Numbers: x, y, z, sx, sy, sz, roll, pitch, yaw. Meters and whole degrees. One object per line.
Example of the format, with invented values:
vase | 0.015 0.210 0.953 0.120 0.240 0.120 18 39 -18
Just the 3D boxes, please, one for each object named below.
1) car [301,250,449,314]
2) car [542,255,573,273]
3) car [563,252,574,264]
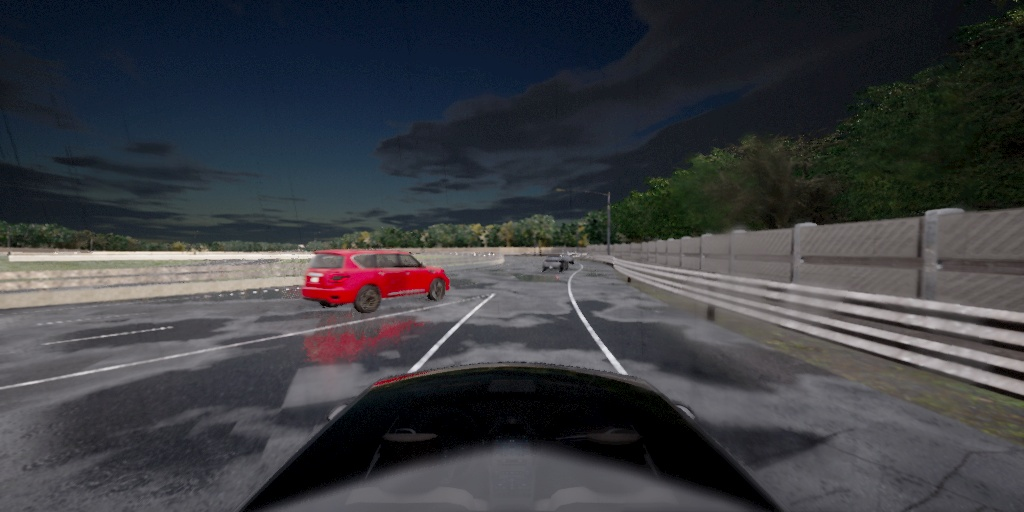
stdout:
car | -4.719 0.793 13.278 2.150 2.045 5.566 1 1 29
car | 4.156 0.766 34.169 2.128 1.511 4.902 1 1 17
car | 8.521 0.522 55.861 1.994 1.385 4.181 0 1 6
